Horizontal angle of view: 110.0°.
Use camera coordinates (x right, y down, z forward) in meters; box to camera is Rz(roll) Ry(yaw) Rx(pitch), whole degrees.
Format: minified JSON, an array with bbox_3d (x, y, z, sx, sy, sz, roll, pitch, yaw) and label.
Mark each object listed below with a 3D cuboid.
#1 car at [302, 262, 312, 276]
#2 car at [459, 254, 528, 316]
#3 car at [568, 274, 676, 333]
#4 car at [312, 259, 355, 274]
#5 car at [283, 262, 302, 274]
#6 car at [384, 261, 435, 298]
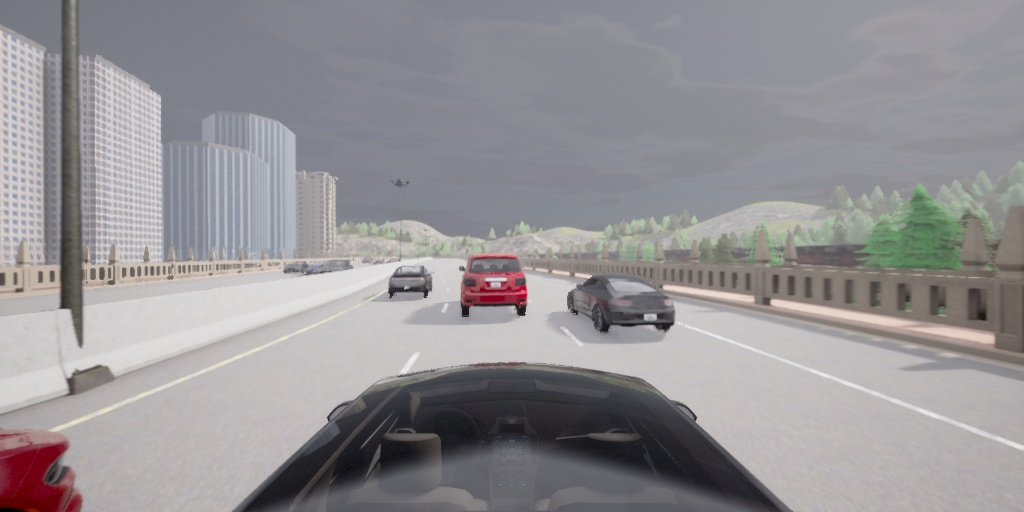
[{"bbox_3d":[-19.887,1.269,37.486,1.812,1.442,4.674,0,0,-12],"label":"car"},{"bbox_3d":[-0.786,0.948,13.402,2.150,2.045,5.566,0,0,-7],"label":"car"},{"bbox_3d":[2.991,1.244,10.568,1.812,1.442,4.674,0,0,-5],"label":"car"},{"bbox_3d":[-14.760,1.093,30.235,2.097,1.767,4.553,0,0,-12],"label":"car"},{"bbox_3d":[-24.111,1.317,40.529,1.994,1.385,4.181,0,0,-12],"label":"car"},{"bbox_3d":[-5.092,1.223,18.399,2.128,1.511,4.902,0,0,-9],"label":"car"}]
